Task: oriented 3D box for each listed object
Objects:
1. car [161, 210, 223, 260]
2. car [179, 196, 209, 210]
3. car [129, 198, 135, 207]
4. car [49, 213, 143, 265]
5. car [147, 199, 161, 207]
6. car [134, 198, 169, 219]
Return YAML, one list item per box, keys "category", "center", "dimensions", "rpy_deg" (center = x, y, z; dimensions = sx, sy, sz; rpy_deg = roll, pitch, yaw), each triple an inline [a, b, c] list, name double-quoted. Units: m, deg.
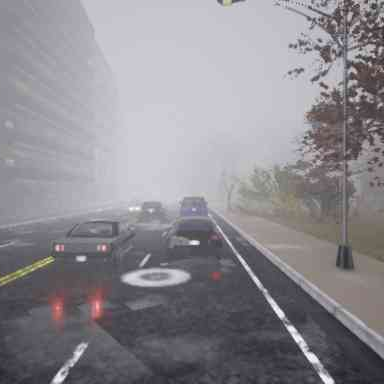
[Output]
- category: "car"
  center: [0.109, 1.622, 12.784]
  dimensions: [1.994, 1.385, 4.181]
  rpy_deg: [0, 0, 1]
- category: "car"
  center: [0.162, 1.342, 26.311]
  dimensions: [2.150, 2.045, 5.566]
  rpy_deg: [0, 0, 1]
- category: "car"
  center: [-9.730, 1.760, 58.045]
  dimensions: [2.128, 1.511, 4.902]
  rpy_deg: [0, 0, -1]
- category: "car"
  center: [-3.158, 1.652, 11.831]
  dimensions: [1.895, 1.301, 4.718]
  rpy_deg: [0, 0, 1]
- category: "car"
  center: [-6.468, 1.865, 56.935]
  dimensions: [1.895, 1.301, 4.718]
  rpy_deg: [0, 0, 0]
- category: "car"
  center: [-3.069, 1.474, 27.345]
  dimensions: [2.097, 1.767, 4.553]
  rpy_deg: [0, 0, 1]
